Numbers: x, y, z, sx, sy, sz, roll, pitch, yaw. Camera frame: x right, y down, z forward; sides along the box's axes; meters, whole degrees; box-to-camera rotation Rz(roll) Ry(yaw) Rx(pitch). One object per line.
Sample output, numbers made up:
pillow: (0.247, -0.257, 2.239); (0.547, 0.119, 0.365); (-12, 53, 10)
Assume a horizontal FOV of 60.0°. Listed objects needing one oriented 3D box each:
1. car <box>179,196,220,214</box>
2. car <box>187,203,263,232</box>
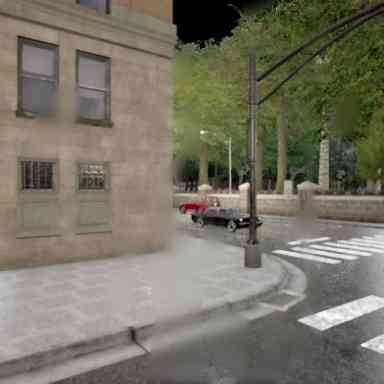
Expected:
car: (0.746, 1.277, 31.919); (2.192, 1.841, 5.009); (0, 0, -35)
car: (1.989, 1.580, 19.976); (1.895, 1.301, 4.718); (0, 0, -35)
